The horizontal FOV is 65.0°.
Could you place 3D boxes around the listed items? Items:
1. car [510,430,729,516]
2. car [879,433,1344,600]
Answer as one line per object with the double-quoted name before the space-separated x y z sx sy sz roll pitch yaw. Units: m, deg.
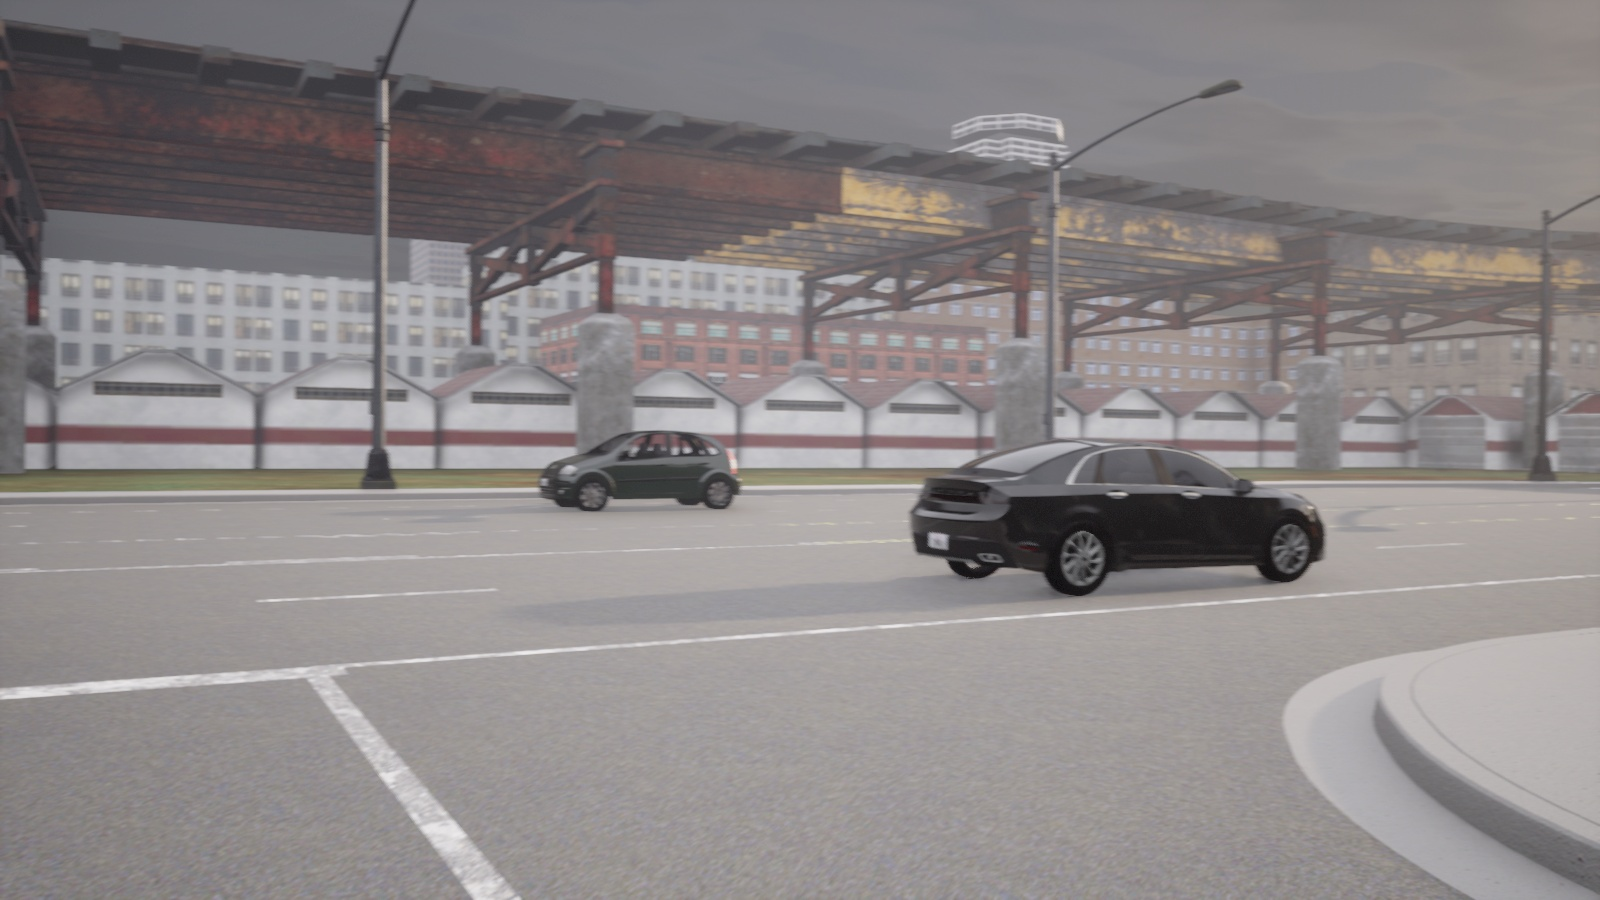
"car" -3.647 0.412 25.442 3.988 1.617 1.851 -1 1 -29
"car" 3.404 0.585 13.406 4.892 1.490 1.837 -1 1 -29
